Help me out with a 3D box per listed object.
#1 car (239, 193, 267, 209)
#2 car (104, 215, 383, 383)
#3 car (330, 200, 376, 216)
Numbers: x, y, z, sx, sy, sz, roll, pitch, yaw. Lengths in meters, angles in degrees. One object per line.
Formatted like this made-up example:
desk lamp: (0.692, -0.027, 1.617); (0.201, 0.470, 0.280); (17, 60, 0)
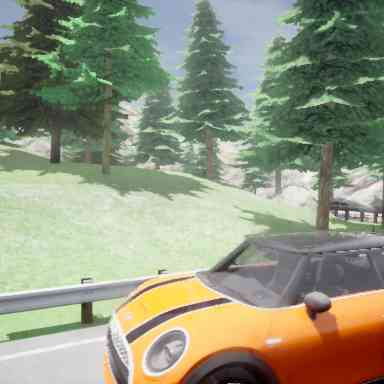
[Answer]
car: (8.060, 1.229, 44.686); (2.150, 2.045, 5.566); (0, 1, -31)
car: (1.249, 1.352, 4.230); (4.553, 1.767, 2.097); (0, 0, -21)
car: (13.834, 1.521, 29.406); (1.837, 1.490, 4.892); (0, 0, -20)
